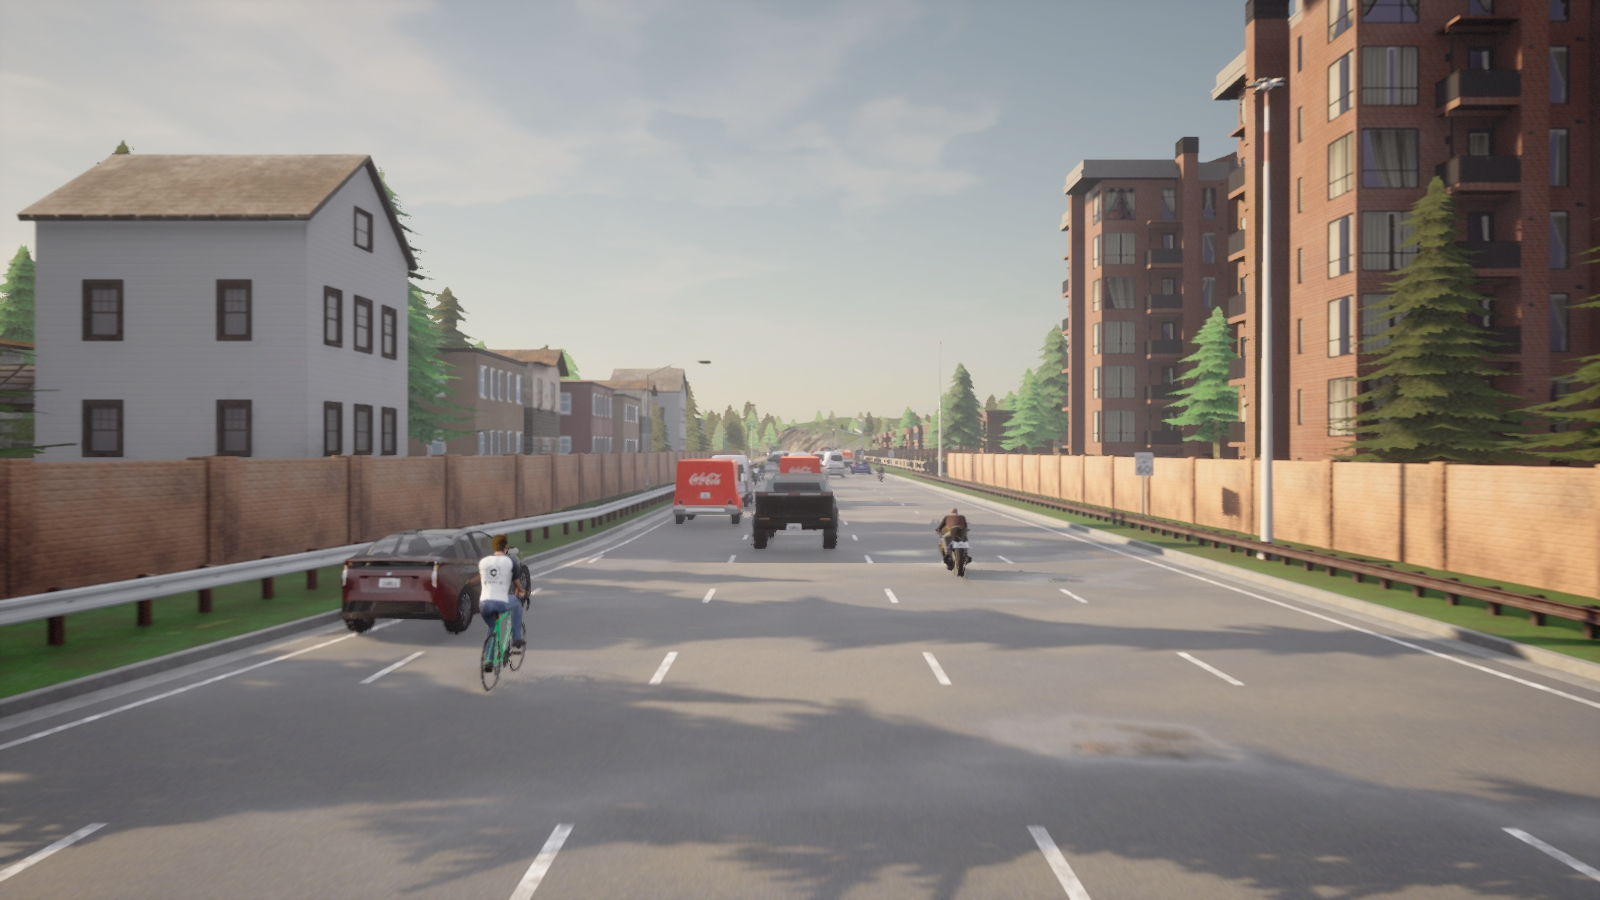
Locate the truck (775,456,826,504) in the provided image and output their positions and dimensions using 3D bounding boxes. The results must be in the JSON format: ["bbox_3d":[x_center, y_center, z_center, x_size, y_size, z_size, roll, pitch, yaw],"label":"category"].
[{"bbox_3d":[0.008,1.570,61.711,2.627,2.467,5.204,0,0,0],"label":"truck"}]

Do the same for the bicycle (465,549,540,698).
[{"bbox_3d":[-3.584,2.053,13.870,0.373,1.496,1.643,0,3,3],"label":"bicycle"}]

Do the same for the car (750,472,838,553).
[{"bbox_3d":[-0.071,1.753,34.289,2.390,2.098,6.274,0,0,2],"label":"car"}]

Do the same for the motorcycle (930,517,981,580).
[{"bbox_3d":[3.506,2.205,25.953,0.867,1.251,2.209,0,0,0],"label":"motorcycle"}]

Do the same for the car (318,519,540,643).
[{"bbox_3d":[-5.907,2.040,18.872,2.007,1.525,4.514,0,0,3],"label":"car"}]

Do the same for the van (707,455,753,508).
[{"bbox_3d":[-3.496,1.535,58.355,1.988,2.561,5.915,0,0,0],"label":"van"}]

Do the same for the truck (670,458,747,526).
[{"bbox_3d":[-3.491,1.568,44.678,2.627,2.467,5.204,0,0,0],"label":"truck"}]
